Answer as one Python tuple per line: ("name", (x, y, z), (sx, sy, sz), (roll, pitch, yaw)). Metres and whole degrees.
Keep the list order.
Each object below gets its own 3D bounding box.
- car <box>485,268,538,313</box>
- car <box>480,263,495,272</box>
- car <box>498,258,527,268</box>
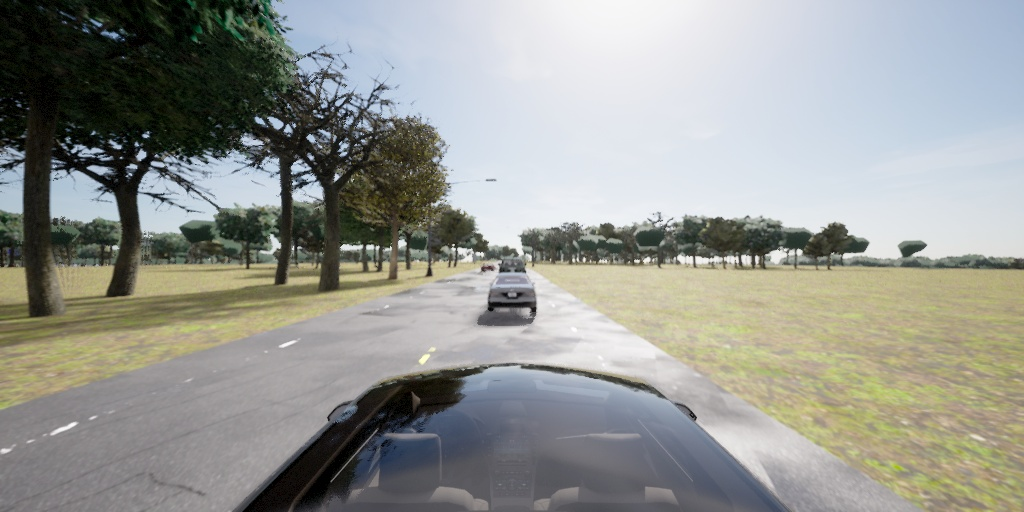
("car", (0.013, 1.373, 14.355), (2.033, 1.411, 5.357), (-1, -1, 0))
("car", (-3.492, 1.649, 52.068), (1.895, 1.301, 4.718), (0, 0, 0))
("car", (0.034, 1.171, 29.403), (2.150, 2.045, 5.566), (0, 0, 0))
